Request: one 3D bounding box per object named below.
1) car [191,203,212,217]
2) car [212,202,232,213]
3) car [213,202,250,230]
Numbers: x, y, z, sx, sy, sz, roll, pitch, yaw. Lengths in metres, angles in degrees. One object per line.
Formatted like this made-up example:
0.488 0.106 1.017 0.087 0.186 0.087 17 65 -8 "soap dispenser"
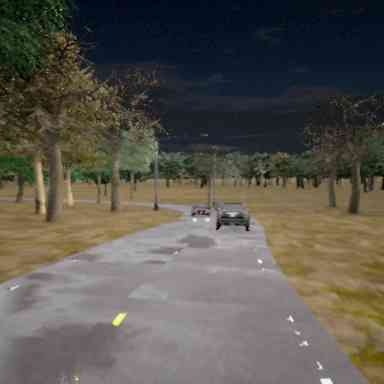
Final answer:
0.965 1.824 33.945 1.994 1.385 4.181 0 -1 2 "car"
3.838 1.995 42.833 1.895 1.301 4.718 0 -1 -3 "car"
2.804 1.473 22.388 2.097 1.767 4.553 1 0 9 "car"
